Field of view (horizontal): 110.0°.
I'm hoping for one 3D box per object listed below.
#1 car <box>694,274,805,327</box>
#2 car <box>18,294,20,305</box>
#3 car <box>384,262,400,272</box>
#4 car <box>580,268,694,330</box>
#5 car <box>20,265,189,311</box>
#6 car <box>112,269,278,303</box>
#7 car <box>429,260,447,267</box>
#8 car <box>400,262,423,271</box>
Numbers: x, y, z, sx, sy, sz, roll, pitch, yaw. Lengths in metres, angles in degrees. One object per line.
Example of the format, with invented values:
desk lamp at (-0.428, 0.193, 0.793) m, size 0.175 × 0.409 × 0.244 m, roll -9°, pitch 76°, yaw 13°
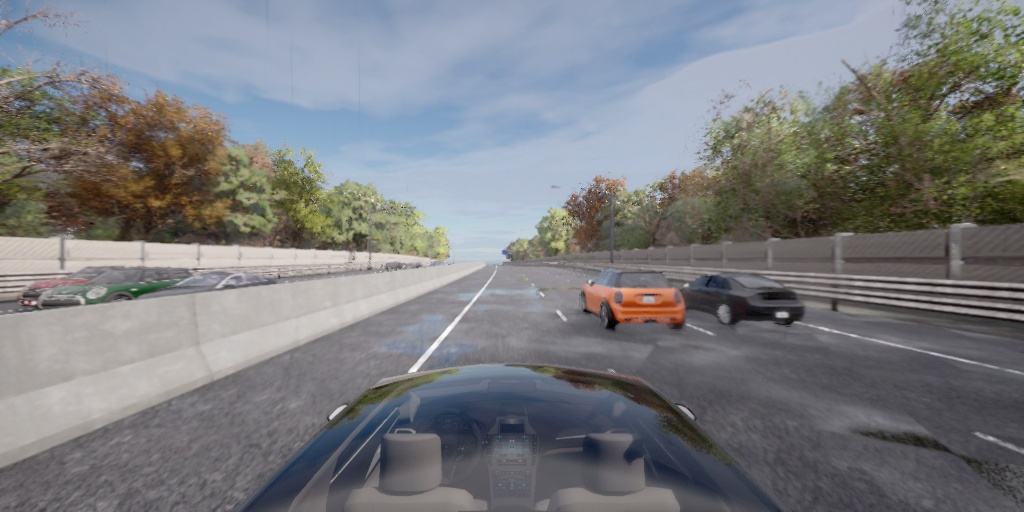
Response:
car at (7.068, 1.314, 11.815) m, size 1.837 × 1.490 × 4.892 m, roll 0°, pitch 0°, yaw 0°
car at (-17.626, 1.194, 15.525) m, size 2.097 × 1.767 × 4.553 m, roll 2°, pitch -1°, yaw 0°
car at (-18.338, 1.624, 55.904) m, size 1.837 × 1.490 × 4.892 m, roll 0°, pitch 0°, yaw -1°
car at (3.568, 1.163, 11.498) m, size 2.097 × 1.767 × 4.553 m, roll 0°, pitch 0°, yaw 0°
car at (-14.136, 1.197, 13.397) m, size 2.097 × 1.767 × 4.553 m, roll 0°, pitch 0°, yaw 0°
car at (-10.635, 1.330, 13.013) m, size 2.128 × 1.511 × 4.902 m, roll 0°, pitch 0°, yaw 0°
car at (-11.312, 1.472, 55.220) m, size 2.097 × 1.767 × 4.553 m, roll 0°, pitch 0°, yaw -1°
car at (-14.796, 1.605, 54.187) m, size 2.128 × 1.511 × 4.902 m, roll 0°, pitch 0°, yaw -1°
